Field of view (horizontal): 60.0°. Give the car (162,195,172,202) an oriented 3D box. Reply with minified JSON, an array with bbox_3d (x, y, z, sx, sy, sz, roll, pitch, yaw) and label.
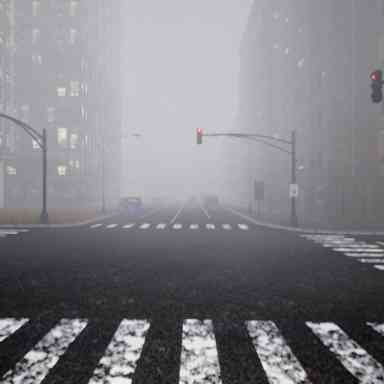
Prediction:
[{"bbox_3d":[-5.633,1.517,74.913,1.752,1.417,4.829,0,0,0],"label":"car"}]

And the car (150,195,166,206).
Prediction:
[{"bbox_3d":[-5.649,1.513,52.709,1.752,1.417,4.829,0,0,0],"label":"car"}]

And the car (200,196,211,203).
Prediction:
[{"bbox_3d":[2.744,1.541,69.526,2.008,1.369,4.403,0,0,0],"label":"car"}]

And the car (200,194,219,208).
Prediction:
[{"bbox_3d":[2.727,1.303,47.323,2.192,1.841,5.009,0,0,0],"label":"car"}]

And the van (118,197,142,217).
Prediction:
[{"bbox_3d":[-5.666,1.330,30.675,1.690,1.788,3.998,0,0,0],"label":"van"}]

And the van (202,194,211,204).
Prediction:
[{"bbox_3d":[2.739,1.330,63.976,1.690,1.788,3.998,0,0,0],"label":"van"}]

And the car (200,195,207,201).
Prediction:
[{"bbox_3d":[3.071,1.504,90.242,1.837,1.490,4.892,0,0,0],"label":"car"}]

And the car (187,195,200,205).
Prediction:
[{"bbox_3d":[0.051,1.589,60.197,1.895,1.301,4.718,0,0,0],"label":"car"}]

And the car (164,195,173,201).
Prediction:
[{"bbox_3d":[-5.628,1.545,80.634,2.008,1.369,4.403,0,0,0],"label":"car"}]

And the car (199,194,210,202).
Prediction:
[{"bbox_3d":[2.748,1.307,75.077,2.192,1.841,5.009,0,0,0],"label":"car"}]

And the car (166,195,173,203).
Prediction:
[{"bbox_3d":[-5.637,1.430,69.532,1.967,1.590,4.097,0,0,0],"label":"car"}]

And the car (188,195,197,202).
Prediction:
[{"bbox_3d":[0.057,1.341,70.173,1.837,1.490,4.892,0,0,0],"label":"car"}]
